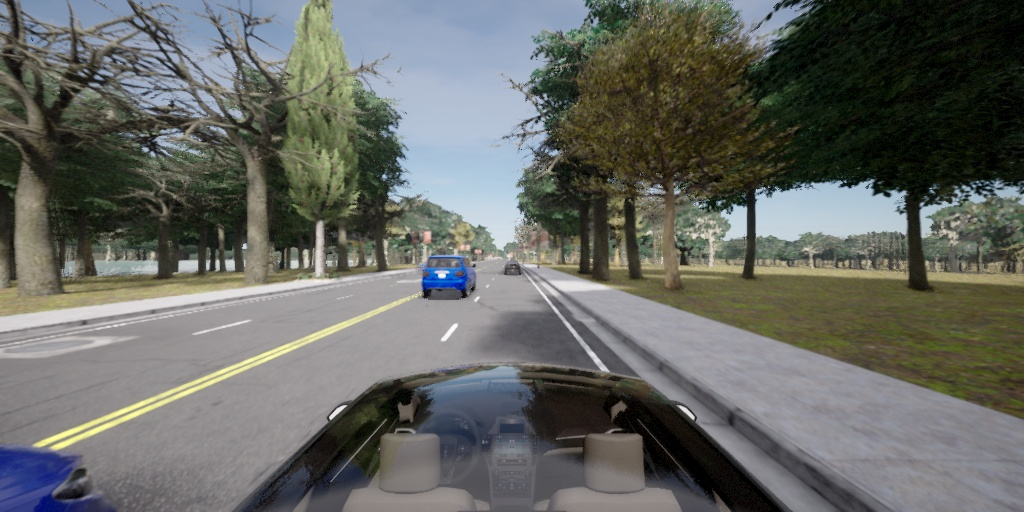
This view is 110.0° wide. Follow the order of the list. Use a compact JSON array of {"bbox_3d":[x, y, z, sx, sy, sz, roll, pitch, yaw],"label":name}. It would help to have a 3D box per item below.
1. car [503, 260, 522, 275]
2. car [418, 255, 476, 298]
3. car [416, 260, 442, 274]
[{"bbox_3d":[0.073,1.312,40.944,1.837,1.490,4.892,0,-1,0],"label":"car"},{"bbox_3d":[-3.158,0.985,18.819,2.150,2.045,5.566,0,0,0],"label":"car"},{"bbox_3d":[-9.862,1.292,43.001,1.882,1.535,5.008,0,0,0],"label":"car"}]
